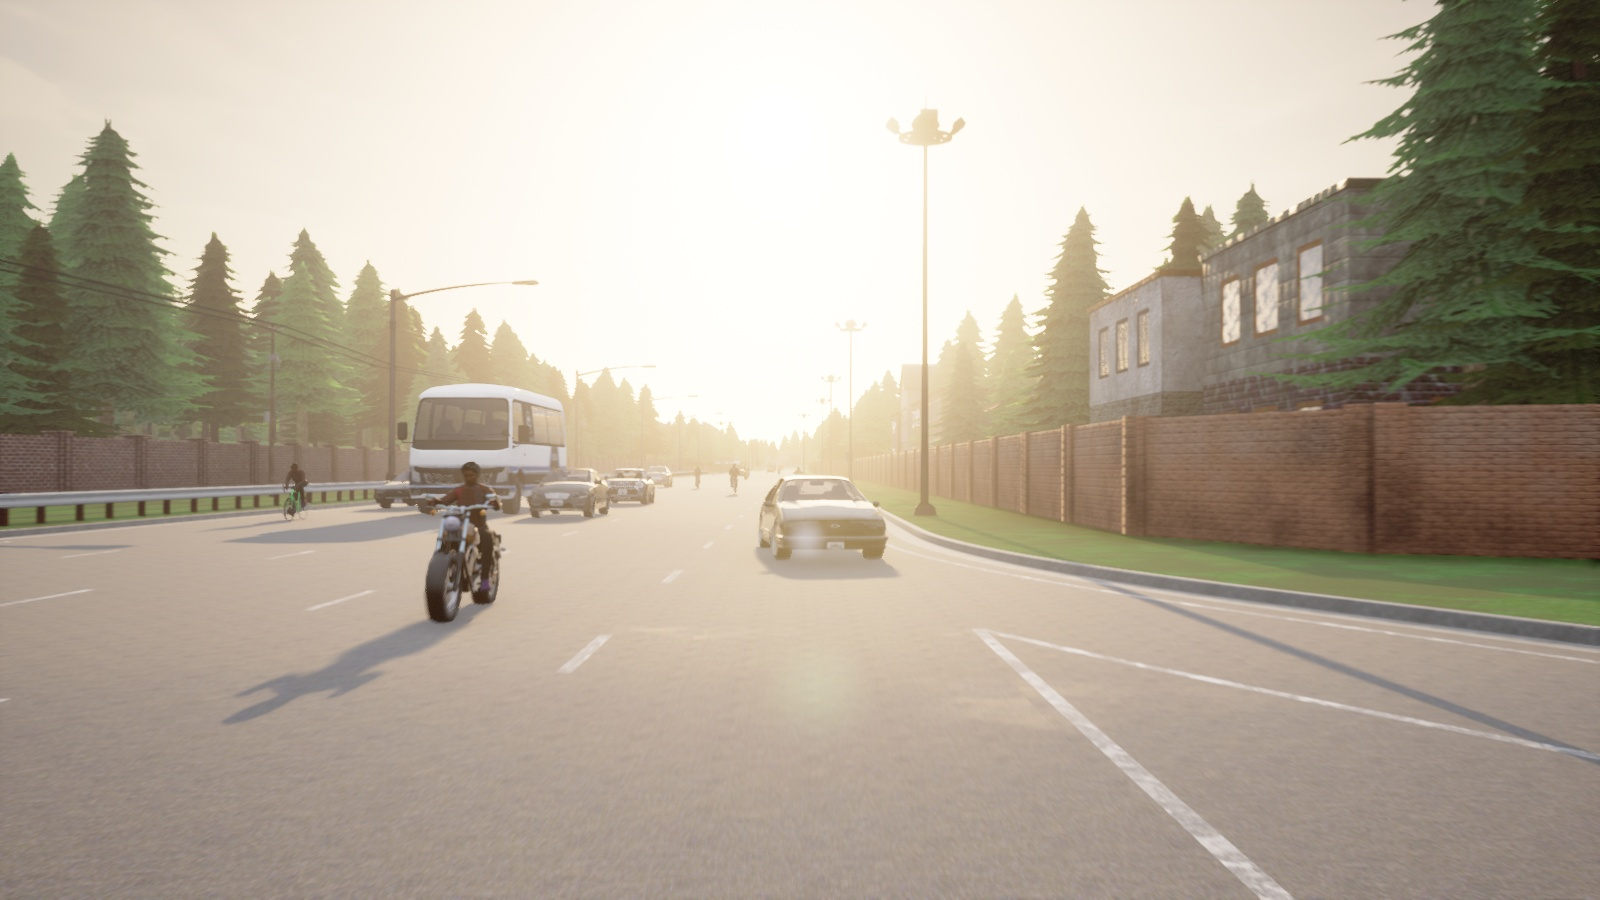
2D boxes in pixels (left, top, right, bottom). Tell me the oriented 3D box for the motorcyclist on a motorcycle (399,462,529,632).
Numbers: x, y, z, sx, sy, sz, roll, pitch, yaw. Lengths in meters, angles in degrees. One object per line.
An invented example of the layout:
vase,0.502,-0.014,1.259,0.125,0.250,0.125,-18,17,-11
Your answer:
motorcyclist on a motorcycle,-3.532,0.957,13.415,0.766,1.649,2.350,0,-1,0

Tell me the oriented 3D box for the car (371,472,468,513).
car,-14.111,1.552,46.943,2.033,1.411,5.357,0,-1,0

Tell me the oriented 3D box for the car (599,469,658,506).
car,-7.125,1.517,52.427,1.970,1.475,3.806,0,-1,0

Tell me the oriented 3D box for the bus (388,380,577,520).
bus,-10.609,0.067,43.494,3.944,4.253,10.273,0,-1,0

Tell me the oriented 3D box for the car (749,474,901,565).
car,0.299,1.167,22.862,2.033,1.411,5.357,0,-1,-7

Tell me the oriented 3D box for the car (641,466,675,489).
car,-10.727,2.078,95.139,2.033,1.649,4.856,0,-1,0

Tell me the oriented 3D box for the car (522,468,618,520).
car,-7.094,1.328,39.223,2.128,1.511,4.902,0,-1,0

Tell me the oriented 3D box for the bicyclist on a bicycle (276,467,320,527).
bicyclist on a bicycle,-14.084,1.299,35.282,0.582,1.620,1.656,0,0,0
